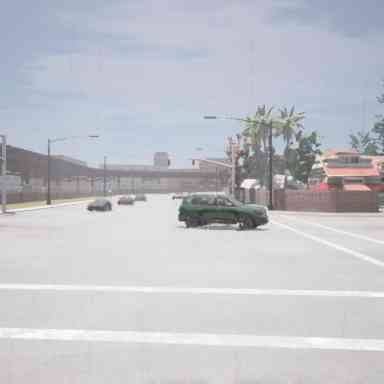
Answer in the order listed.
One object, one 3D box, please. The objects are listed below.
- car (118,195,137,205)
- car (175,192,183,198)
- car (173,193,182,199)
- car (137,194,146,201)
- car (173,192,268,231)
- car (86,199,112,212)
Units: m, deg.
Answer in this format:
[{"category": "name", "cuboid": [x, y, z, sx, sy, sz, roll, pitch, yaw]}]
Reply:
[{"category": "car", "cuboid": [-10.529, 1.345, 53.105, 1.994, 1.385, 4.181, 0, 1, 0]}, {"category": "car", "cuboid": [-3.406, 0.709, 87.180, 1.994, 1.385, 4.181, 0, 1, 0]}, {"category": "car", "cuboid": [-3.417, 0.963, 76.862, 1.895, 1.301, 4.718, 0, 1, 0]}, {"category": "car", "cuboid": [-10.439, 1.083, 67.372, 1.812, 1.442, 4.674, 0, 1, 0]}, {"category": "car", "cuboid": [1.814, 1.206, 20.494, 5.566, 2.045, 2.150, 0, 1, 20]}, {"category": "car", "cuboid": [-10.469, 1.484, 38.003, 2.033, 1.411, 5.357, 0, 0, -2]}]
